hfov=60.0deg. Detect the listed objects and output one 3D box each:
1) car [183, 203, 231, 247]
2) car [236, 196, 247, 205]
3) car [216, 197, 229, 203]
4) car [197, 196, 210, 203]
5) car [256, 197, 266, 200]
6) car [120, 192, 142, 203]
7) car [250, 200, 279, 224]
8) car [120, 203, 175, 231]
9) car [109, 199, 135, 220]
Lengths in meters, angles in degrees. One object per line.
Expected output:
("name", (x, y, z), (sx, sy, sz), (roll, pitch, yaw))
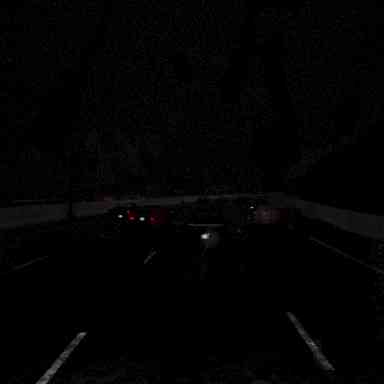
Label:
("car", (0.724, 1.498, 15.148), (2.128, 1.511, 4.902), (0, 0, 5))
("car", (9.229, 1.582, 62.154), (2.128, 1.511, 4.902), (1, 0, 12))
("car", (5.706, 1.620, 62.426), (1.994, 1.385, 4.181), (1, 0, 12))
("car", (2.132, 1.545, 62.487), (1.812, 1.442, 4.674), (1, 0, 12))
("car", (12.704, 1.691, 61.646), (1.994, 1.385, 4.181), (1, 0, 12))
("car", (-11.812, 1.087, 64.696), (2.150, 2.045, 5.566), (1, 0, 13))
("car", (5.550, 1.619, 25.862), (1.994, 1.385, 4.181), (1, 0, 8))
("car", (-2.378, 1.523, 20.489), (2.033, 1.411, 5.357), (1, 0, 7))
("car", (-5.099, 1.548, 27.339), (1.895, 1.301, 4.718), (1, 0, 8))
